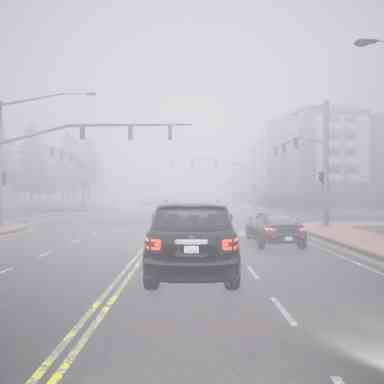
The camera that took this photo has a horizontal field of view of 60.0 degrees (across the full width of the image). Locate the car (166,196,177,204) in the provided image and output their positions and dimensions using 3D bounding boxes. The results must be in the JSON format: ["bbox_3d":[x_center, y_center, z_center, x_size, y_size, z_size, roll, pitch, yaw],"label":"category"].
[{"bbox_3d":[-3.879,1.476,64.547,1.882,1.535,5.008,0,0,0],"label":"car"}]

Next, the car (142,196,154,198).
[{"bbox_3d":[-7.348,1.476,53.045,1.882,1.535,5.008,0,0,-1],"label":"car"}]

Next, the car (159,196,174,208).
[{"bbox_3d":[-3.845,1.476,50.467,1.882,1.535,5.008,0,0,0],"label":"car"}]

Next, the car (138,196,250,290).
[{"bbox_3d":[0.002,1.221,9.199,2.150,2.045,5.566,0,0,0],"label":"car"}]

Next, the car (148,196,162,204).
[{"bbox_3d":[-7.370,1.490,66.876,2.128,1.511,4.902,0,0,0],"label":"car"}]

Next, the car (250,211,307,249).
[{"bbox_3d":[3.507,1.525,14.366,1.812,1.442,4.674,0,0,0],"label":"car"}]
